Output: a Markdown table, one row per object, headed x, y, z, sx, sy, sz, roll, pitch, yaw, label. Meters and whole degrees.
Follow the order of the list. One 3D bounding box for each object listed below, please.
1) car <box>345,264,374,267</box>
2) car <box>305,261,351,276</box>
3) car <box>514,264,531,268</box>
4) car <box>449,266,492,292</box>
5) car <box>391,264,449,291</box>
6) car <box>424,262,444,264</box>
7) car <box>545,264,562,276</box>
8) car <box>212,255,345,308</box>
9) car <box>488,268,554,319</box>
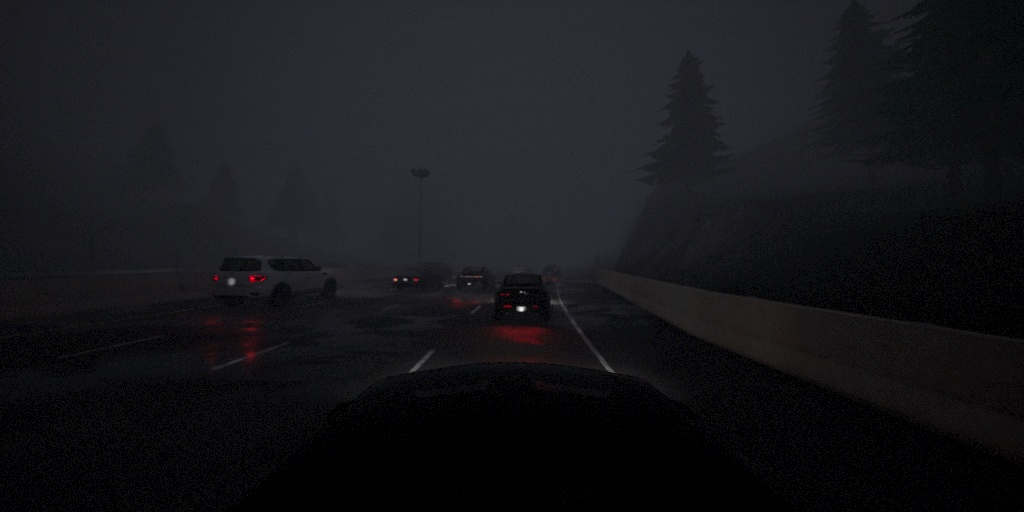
| x | y | z | sx | sy | sz | roll | pitch | yaw | label |
| --- | --- | --- | --- | --- | --- | --- | --- | --- | --- |
| -17.266 | 1.547 | 41.332 | 1.895 | 1.301 | 4.718 | 0 | -1 | 11 | car |
| -20.874 | 1.402 | 41.015 | 2.128 | 1.511 | 4.902 | 0 | -1 | 11 | car |
| 1.228 | 1.658 | 43.493 | 1.812 | 1.442 | 4.674 | 0 | 0 | 13 | car |
| -2.182 | 1.412 | 22.996 | 2.128 | 1.511 | 4.902 | 0 | 0 | 6 | car |
| -5.806 | 1.434 | 22.977 | 2.033 | 1.411 | 5.357 | 0 | 0 | 7 | car |
| -7.470 | 1.335 | 35.562 | 2.097 | 1.767 | 4.553 | 1 | -1 | 10 | car |
| 4.904 | 1.695 | 43.944 | 1.812 | 1.442 | 4.674 | 0 | 0 | 13 | car |
| -9.967 | 1.007 | 15.673 | 2.150 | 2.045 | 5.566 | 0 | 0 | 4 | car |
| 0.445 | 1.363 | 13.310 | 1.837 | 1.490 | 4.892 | 0 | 0 | 4 | car |
